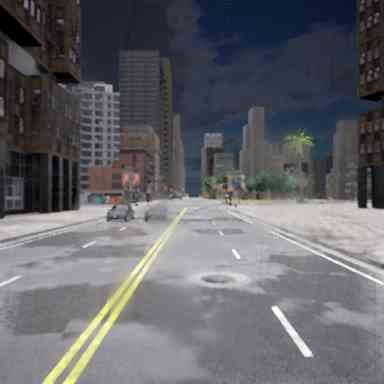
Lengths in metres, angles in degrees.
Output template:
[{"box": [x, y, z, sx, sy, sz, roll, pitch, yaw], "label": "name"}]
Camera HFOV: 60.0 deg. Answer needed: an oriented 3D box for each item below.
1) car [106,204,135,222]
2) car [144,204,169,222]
[{"box": [-6.374, 1.871, 29.965, 1.837, 1.490, 4.892, 0, -1, 1], "label": "car"}, {"box": [-3.125, 1.876, 29.954, 1.837, 1.490, 4.892, 0, -1, 1], "label": "car"}]
